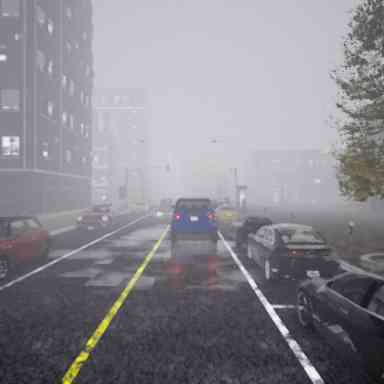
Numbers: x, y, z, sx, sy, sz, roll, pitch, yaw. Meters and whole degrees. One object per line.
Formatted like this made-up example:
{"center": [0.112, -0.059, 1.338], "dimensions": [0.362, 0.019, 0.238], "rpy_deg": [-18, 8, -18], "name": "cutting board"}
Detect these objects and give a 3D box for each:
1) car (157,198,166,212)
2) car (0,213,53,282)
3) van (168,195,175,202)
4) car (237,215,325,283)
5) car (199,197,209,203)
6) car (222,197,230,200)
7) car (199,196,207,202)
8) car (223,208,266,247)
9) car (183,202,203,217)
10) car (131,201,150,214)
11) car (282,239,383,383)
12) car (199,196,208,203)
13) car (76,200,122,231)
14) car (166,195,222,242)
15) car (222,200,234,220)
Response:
{"center": [-3.021, 1.487, 40.559], "dimensions": [2.097, 1.767, 4.553], "rpy_deg": [0, 0, 1], "name": "car"}
{"center": [-5.687, 1.472, 9.582], "dimensions": [1.967, 1.590, 4.097], "rpy_deg": [0, 0, 0], "name": "car"}
{"center": [-5.658, 1.709, 92.324], "dimensions": [1.690, 1.788, 3.998], "rpy_deg": [0, 0, 0], "name": "van"}
{"center": [2.694, 1.582, 9.578], "dimensions": [2.008, 1.369, 4.403], "rpy_deg": [0, 0, 0], "name": "car"}
{"center": [2.717, 1.832, 75.228], "dimensions": [2.008, 1.369, 4.403], "rpy_deg": [0, 0, 0], "name": "car"}
{"center": [2.702, 1.421, 31.738], "dimensions": [2.192, 1.841, 5.009], "rpy_deg": [0, 0, 0], "name": "car"}
{"center": [2.721, 1.778, 86.621], "dimensions": [1.967, 1.590, 4.097], "rpy_deg": [0, 0, 0], "name": "car"}
{"center": [2.696, 1.616, 15.118], "dimensions": [1.947, 1.339, 4.313], "rpy_deg": [0, 0, 0], "name": "car"}
{"center": [0.113, 1.711, 33.109], "dimensions": [1.895, 1.301, 4.718], "rpy_deg": [0, 0, 0], "name": "car"}
{"center": [-5.677, 1.649, 37.111], "dimensions": [1.752, 1.417, 4.829], "rpy_deg": [0, 0, 0], "name": "car"}
{"center": [2.692, 1.579, 4.041], "dimensions": [1.947, 1.339, 4.313], "rpy_deg": [0, 0, 0], "name": "car"}
{"center": [2.719, 1.750, 80.925], "dimensions": [1.967, 1.590, 4.097], "rpy_deg": [0, 0, 0], "name": "car"}
{"center": [-5.682, 1.509, 20.662], "dimensions": [1.967, 1.590, 4.097], "rpy_deg": [0, 0, 0], "name": "car"}
{"center": [0.105, 1.272, 16.772], "dimensions": [2.150, 2.045, 5.566], "rpy_deg": [0, -1, 0], "name": "car"}
{"center": [2.700, 1.613, 26.367], "dimensions": [1.752, 1.417, 4.829], "rpy_deg": [0, 0, 0], "name": "car"}
